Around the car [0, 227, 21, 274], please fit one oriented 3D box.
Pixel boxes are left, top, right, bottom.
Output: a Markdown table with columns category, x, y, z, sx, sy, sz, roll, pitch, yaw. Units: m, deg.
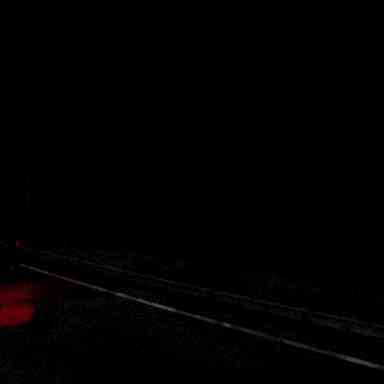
| category | x | y | z | sx | sy | sz | roll | pitch | yaw |
| --- | --- | --- | --- | --- | --- | --- | --- | --- | --- |
| car | -6.726 | 1.489 | 9.509 | 5.008 | 1.535 | 1.882 | 0 | 0 | 40 |
